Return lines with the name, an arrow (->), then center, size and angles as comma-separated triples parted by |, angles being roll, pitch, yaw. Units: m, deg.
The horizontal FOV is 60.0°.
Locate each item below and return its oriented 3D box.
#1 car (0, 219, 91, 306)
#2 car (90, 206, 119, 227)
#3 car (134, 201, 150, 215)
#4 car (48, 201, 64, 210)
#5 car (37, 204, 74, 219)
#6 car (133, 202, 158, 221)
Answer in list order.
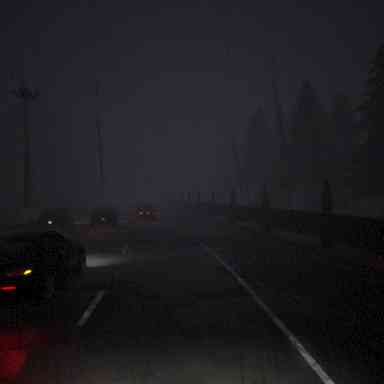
car -> -3.957, 1.634, 8.091 | 1.812, 1.442, 4.674 | 0, -1, -5
car -> -6.789, 1.818, 26.103 | 1.882, 1.535, 5.008 | 0, -1, -11
car -> -6.464, 2.027, 42.632 | 1.882, 1.535, 5.008 | 0, -1, -11
car -> -24.142, 2.304, 59.129 | 1.812, 1.442, 4.674 | 0, -1, -11
car -> -10.158, 1.836, 25.090 | 1.837, 1.490, 4.892 | 0, -1, -11
car -> -4.422, 1.964, 32.296 | 2.033, 1.411, 5.357 | 0, -1, -11
